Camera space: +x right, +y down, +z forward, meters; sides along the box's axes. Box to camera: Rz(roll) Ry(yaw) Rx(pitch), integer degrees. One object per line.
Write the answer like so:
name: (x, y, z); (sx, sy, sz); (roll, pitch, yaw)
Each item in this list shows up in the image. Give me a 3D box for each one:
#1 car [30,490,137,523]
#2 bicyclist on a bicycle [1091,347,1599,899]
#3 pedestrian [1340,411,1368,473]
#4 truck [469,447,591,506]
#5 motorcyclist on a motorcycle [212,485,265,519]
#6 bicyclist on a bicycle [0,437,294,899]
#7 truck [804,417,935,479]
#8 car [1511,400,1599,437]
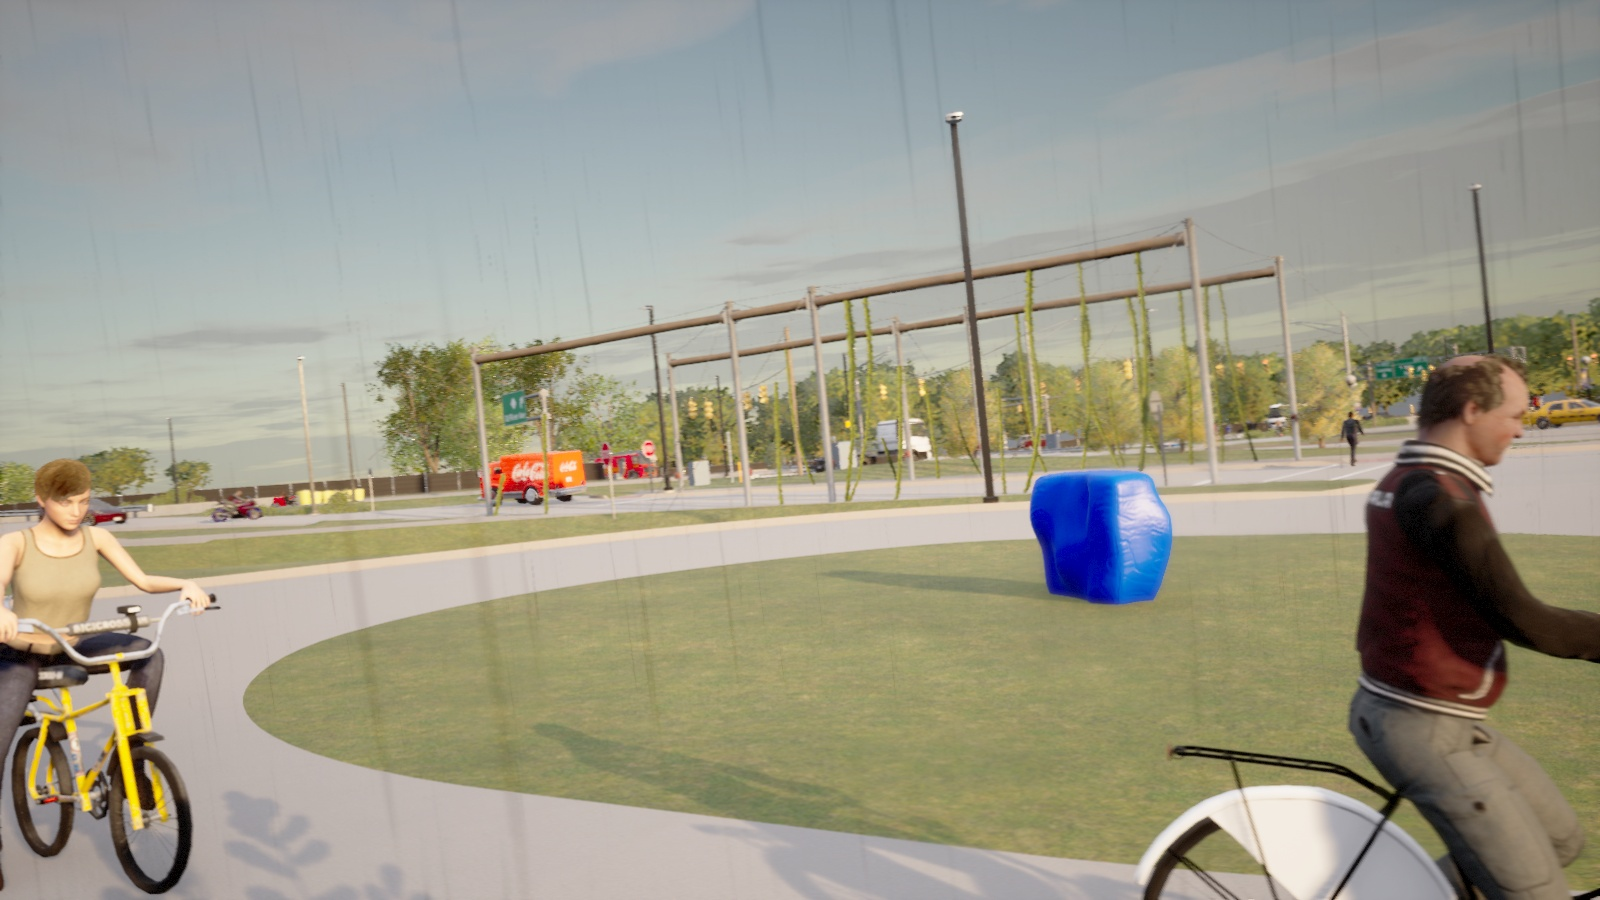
car: (-36.754, 2.892, 64.435); (4.792, 1.488, 2.163); (-2, 1, 21)
bicyclist on a bicycle: (1.616, 0.682, 2.830); (1.843, 1.776, 0.659); (0, 0, 15)
pedestrian: (18.159, -0.274, 41.155); (0.423, 1.949, 0.788); (-5, 0, 43)
truck: (-13.058, 1.298, 60.687); (5.204, 2.467, 2.627); (-3, 3, 31)
motorcyclist on a motorcycle: (-27.177, 2.525, 60.810); (2.191, 1.530, 0.866); (-2, -1, -30)
bicyclist on a bicycle: (-2.806, 0.812, 4.850); (1.509, 1.612, 0.866); (-4, -1, 38)
truck: (4.492, -0.156, 79.732); (7.936, 3.462, 2.891); (-3, -1, -34)
car: (39.956, -1.663, 64.715); (1.801, 1.575, 5.366); (-4, 0, -37)
